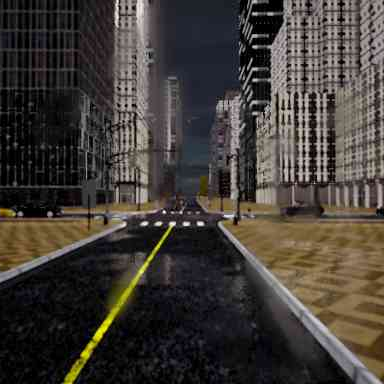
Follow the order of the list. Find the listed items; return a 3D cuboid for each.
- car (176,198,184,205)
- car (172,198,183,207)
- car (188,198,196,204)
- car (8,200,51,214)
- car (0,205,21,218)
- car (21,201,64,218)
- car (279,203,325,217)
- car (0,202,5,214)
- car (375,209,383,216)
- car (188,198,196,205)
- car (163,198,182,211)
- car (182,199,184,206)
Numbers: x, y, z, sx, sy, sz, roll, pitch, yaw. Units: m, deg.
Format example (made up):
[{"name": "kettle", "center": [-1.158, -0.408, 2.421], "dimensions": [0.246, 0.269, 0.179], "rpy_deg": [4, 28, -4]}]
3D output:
[{"name": "car", "center": [-3.020, 2.409, 85.563], "dimensions": [1.882, 1.535, 5.008], "rpy_deg": [0, -1, 0]}, {"name": "car", "center": [-3.015, 2.138, 70.515], "dimensions": [2.097, 1.767, 4.553], "rpy_deg": [0, -1, 0]}, {"name": "car", "center": [-0.021, 2.374, 92.007], "dimensions": [2.128, 1.511, 4.902], "rpy_deg": [0, -1, 0]}, {"name": "car", "center": [-19.214, 1.803, 39.379], "dimensions": [4.097, 1.590, 1.967], "rpy_deg": [0, -1, -1]}, {"name": "car", "center": [-18.902, 1.761, 30.743], "dimensions": [4.829, 1.417, 1.752], "rpy_deg": [0, -1, -1]}, {"name": "car", "center": [-15.429, 1.801, 33.514], "dimensions": [4.892, 1.490, 1.837], "rpy_deg": [0, -1, -1]}, {"name": "car", "center": [12.276, 1.979, 37.180], "dimensions": [4.902, 1.511, 2.128], "rpy_deg": [0, -1, -3]}, {"name": "car", "center": [-24.891, 1.879, 39.253], "dimensions": [4.403, 1.369, 2.008], "rpy_deg": [0, -1, -1]}, {"name": "car", "center": [23.250, 2.139, 37.355], "dimensions": [4.718, 1.301, 1.895], "rpy_deg": [0, -1, -1]}, {"name": "car", "center": [-0.019, 2.435, 81.585], "dimensions": [2.033, 1.411, 5.357], "rpy_deg": [0, -1, 0]}, {"name": "car", "center": [-3.126, 1.914, 50.330], "dimensions": [2.097, 1.767, 4.553], "rpy_deg": [0, -1, 1]}, {"name": "car", "center": [-3.082, 2.218, 60.262], "dimensions": [2.033, 1.411, 5.357], "rpy_deg": [0, -1, 0]}]
